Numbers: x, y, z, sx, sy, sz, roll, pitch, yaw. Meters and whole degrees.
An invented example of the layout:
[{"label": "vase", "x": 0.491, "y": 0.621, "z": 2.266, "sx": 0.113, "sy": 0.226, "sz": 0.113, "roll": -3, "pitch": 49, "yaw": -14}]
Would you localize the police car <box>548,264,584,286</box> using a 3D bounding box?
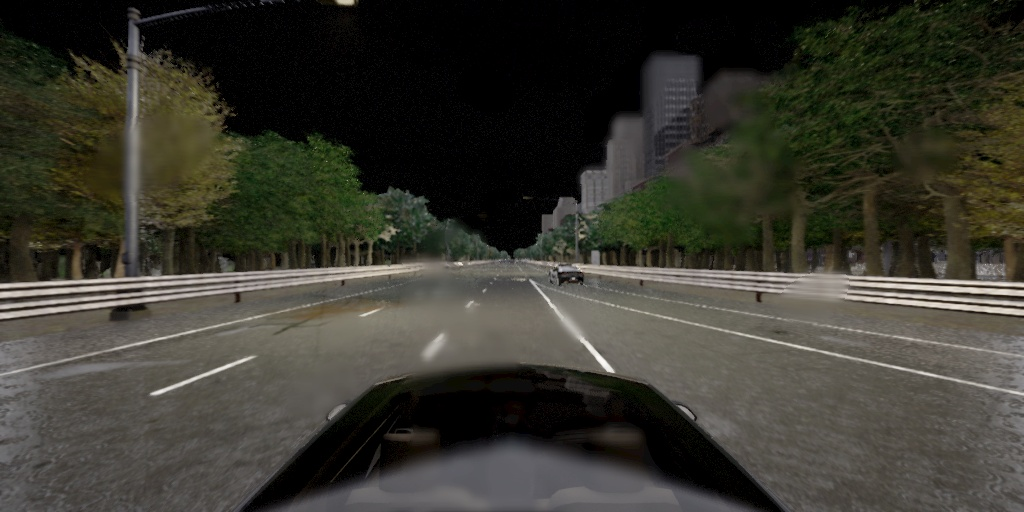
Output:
[{"label": "police car", "x": 4.096, "y": 1.426, "z": 27.926, "sx": 1.930, "sy": 1.638, "sz": 5.238, "roll": 0, "pitch": -1, "yaw": -6}]
